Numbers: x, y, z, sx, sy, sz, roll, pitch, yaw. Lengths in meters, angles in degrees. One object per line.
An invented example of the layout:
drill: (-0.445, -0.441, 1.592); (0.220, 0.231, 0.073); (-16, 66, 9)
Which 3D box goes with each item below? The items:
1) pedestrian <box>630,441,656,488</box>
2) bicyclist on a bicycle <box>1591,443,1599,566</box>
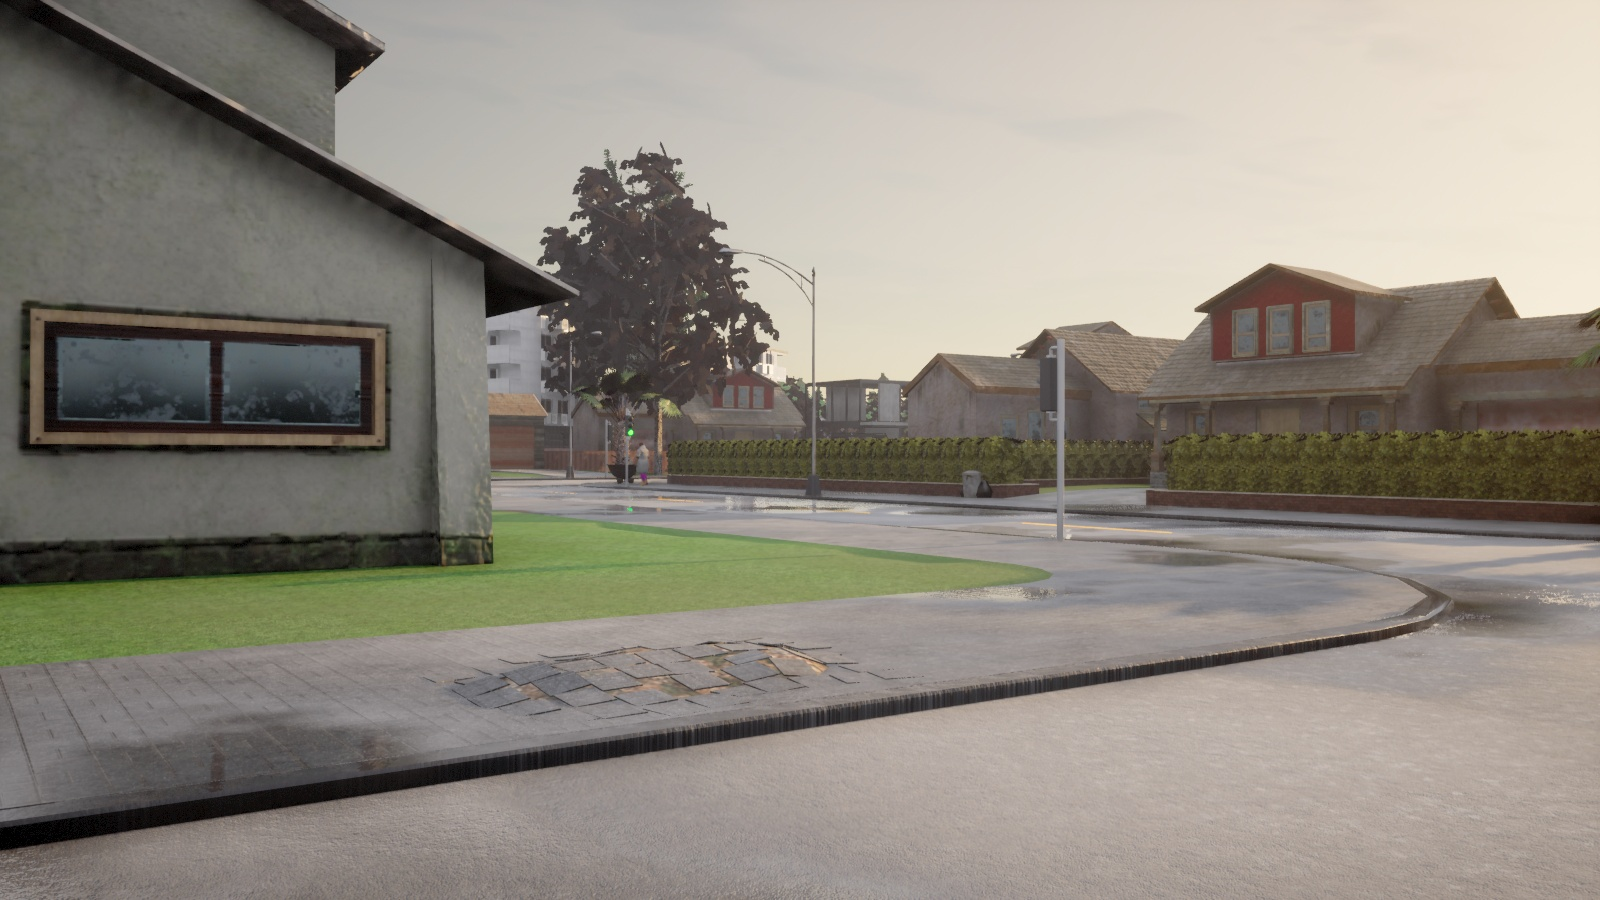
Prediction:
pedestrian: (-6.603, 0.598, 52.738); (0.873, 1.952, 0.659); (0, 0, 35)
bicyclist on a bicycle: (9.629, 0.695, 13.803); (0.866, 1.612, 1.509); (-4, 0, 4)
